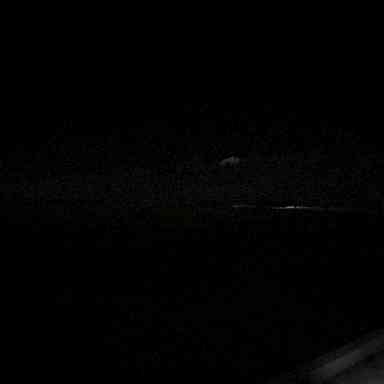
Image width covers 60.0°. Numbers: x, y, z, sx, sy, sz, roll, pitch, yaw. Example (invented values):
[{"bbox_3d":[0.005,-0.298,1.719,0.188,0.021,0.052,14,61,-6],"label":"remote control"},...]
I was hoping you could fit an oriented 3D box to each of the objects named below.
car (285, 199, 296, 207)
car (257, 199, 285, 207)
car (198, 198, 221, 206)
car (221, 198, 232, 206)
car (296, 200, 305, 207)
[{"bbox_3d":[16.373,2.084,62.916,2.033,1.411,5.357,1,0,-35],"label":"car"},{"bbox_3d":[13.898,2.003,60.307,1.837,1.490,4.892,1,0,-36],"label":"car"},{"bbox_3d":[2.921,1.986,63.541,1.994,1.385,4.181,1,-1,-36],"label":"car"},{"bbox_3d":[5.737,1.966,65.621,1.837,1.490,4.892,1,-1,-36],"label":"car"},{"bbox_3d":[19.528,2.076,64.564,1.837,1.490,4.892,1,0,-36],"label":"car"}]
